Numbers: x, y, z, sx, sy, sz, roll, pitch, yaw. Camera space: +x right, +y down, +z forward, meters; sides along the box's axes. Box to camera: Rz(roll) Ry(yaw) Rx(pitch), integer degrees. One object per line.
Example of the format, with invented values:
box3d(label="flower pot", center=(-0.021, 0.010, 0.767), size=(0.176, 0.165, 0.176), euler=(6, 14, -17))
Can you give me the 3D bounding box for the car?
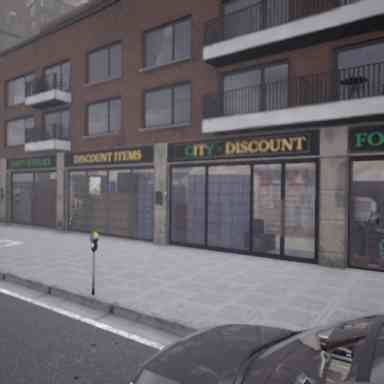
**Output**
box3d(label="car", center=(1.448, 1.551, 2.039), size=(4.403, 1.369, 2.008), euler=(0, 1, 35))
